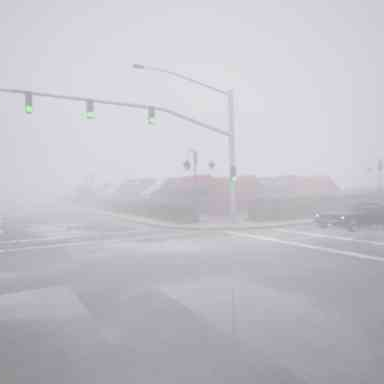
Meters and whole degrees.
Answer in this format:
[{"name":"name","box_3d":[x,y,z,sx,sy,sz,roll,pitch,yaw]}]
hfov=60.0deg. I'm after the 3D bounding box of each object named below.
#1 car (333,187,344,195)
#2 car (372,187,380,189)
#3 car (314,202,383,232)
[{"name":"car","box_3d":[33.049,0.086,74.128,1.970,1.475,3.806,-1,1,-30]},{"name":"car","box_3d":[30.724,0.061,55.341,1.932,1.855,4.605,-1,1,-30]},{"name":"car","box_3d":[8.585,1.232,17.381,4.718,1.301,1.895,-1,1,-30]}]
